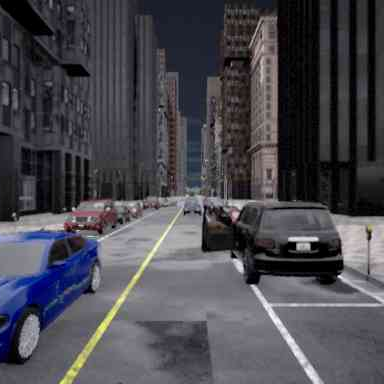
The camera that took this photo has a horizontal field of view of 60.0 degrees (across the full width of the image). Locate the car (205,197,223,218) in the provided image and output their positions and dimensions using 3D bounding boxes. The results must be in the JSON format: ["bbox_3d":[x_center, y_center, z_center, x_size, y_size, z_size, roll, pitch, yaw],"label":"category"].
[{"bbox_3d":[2.749,1.641,36.601,1.967,1.590,4.097,0,0,0],"label":"car"}]

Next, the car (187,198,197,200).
[{"bbox_3d":[-0.003,1.610,46.885,2.097,1.767,4.553,0,0,0],"label":"car"}]

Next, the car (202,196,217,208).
[{"bbox_3d":[2.744,1.609,53.407,2.192,1.841,5.009,0,0,0],"label":"car"}]

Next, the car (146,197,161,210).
[{"bbox_3d":[-5.780,1.578,47.801,2.192,1.841,5.009,0,0,0],"label":"car"}]

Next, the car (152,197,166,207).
[{"bbox_3d":[-5.782,1.766,59.004,1.967,1.590,4.097,0,0,0],"label":"car"}]

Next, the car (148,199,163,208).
[{"bbox_3d":[-5.780,1.819,53.232,1.752,1.417,4.829,0,0,0],"label":"car"}]

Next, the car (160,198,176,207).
[{"bbox_3d":[-3.013,1.574,47.390,1.895,1.301,4.718,0,0,0],"label":"car"}]

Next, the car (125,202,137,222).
[{"bbox_3d":[-5.772,1.705,25.391,1.947,1.339,4.313,0,0,0],"label":"car"}]

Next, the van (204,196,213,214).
[{"bbox_3d":[2.747,1.573,42.203,1.690,1.788,3.998,0,0,0],"label":"van"}]

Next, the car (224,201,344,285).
[{"bbox_3d":[2.392,1.275,9.822,2.150,2.045,5.566,0,0,0],"label":"car"}]

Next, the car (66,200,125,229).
[{"bbox_3d":[-5.772,1.424,19.791,2.192,1.841,5.009,0,0,0],"label":"car"}]

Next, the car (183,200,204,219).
[{"bbox_3d":[0.051,1.797,35.621,1.895,1.301,4.718,0,0,1],"label":"car"}]

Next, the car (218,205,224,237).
[{"bbox_3d":[2.754,1.691,19.795,1.802,1.307,4.206,0,0,0],"label":"car"}]

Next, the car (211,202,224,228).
[{"bbox_3d":[2.753,1.705,25.397,1.947,1.339,4.313,0,0,0],"label":"car"}]

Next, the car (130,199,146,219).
[{"bbox_3d":[-5.774,1.610,30.994,1.967,1.590,4.097,0,0,0],"label":"car"}]

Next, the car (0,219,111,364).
[{"bbox_3d":[-3.103,1.511,6.088,1.882,1.535,5.008,0,0,0],"label":"car"}]
